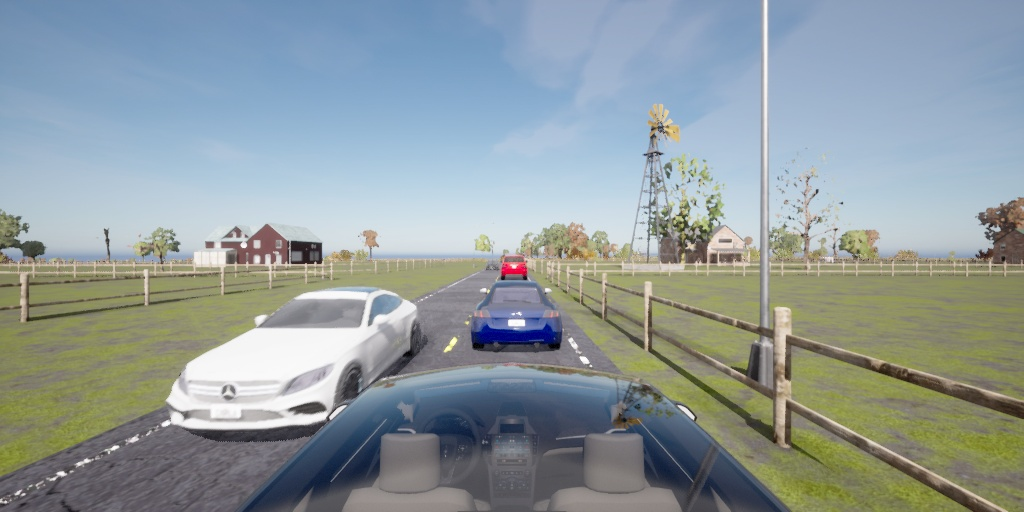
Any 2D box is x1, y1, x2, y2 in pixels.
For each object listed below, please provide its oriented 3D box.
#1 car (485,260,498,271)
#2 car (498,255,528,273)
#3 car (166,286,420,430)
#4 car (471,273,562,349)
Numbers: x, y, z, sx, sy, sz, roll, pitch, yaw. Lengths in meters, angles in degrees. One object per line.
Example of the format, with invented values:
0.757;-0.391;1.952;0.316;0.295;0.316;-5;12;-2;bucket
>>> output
-2.618;1.289;49.417;1.837;1.490;4.892;0;0;0;car
0.176;0.962;30.721;2.150;2.045;5.566;0;0;0;car
-2.825;1.275;5.870;1.812;1.442;4.674;0;0;0;car
0.100;1.312;9.195;1.994;1.385;4.181;0;0;0;car
